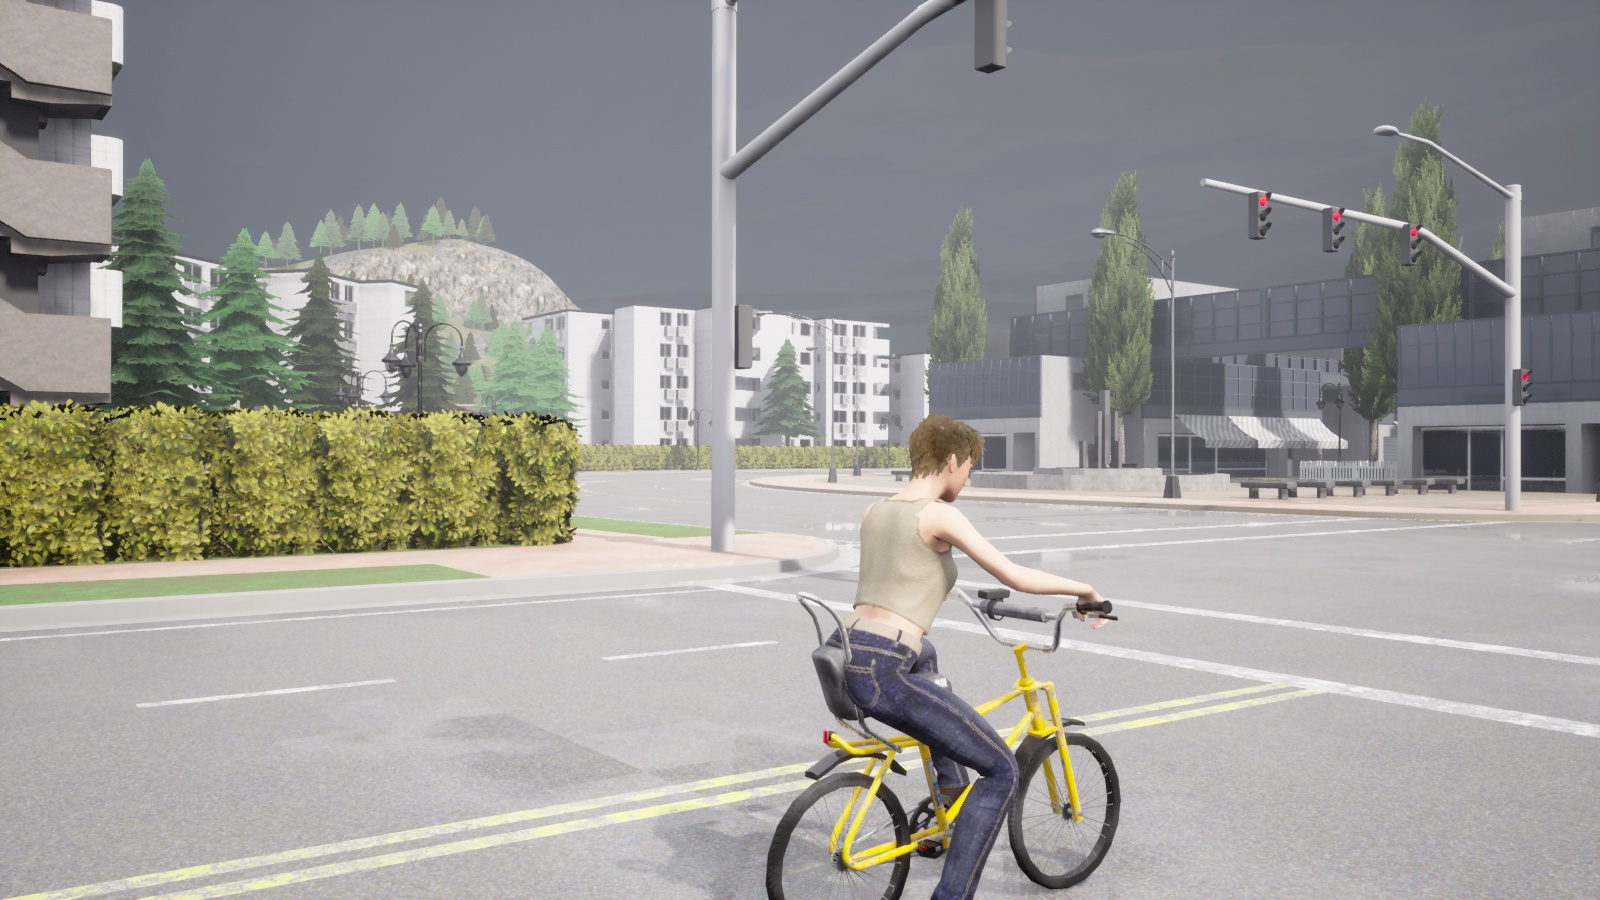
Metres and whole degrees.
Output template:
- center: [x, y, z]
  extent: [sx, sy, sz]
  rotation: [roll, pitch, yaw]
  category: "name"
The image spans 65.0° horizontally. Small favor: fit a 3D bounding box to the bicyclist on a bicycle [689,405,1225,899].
- center: [0.520, 0.690, 4.026]
  extent: [1.509, 1.612, 0.866]
  rotation: [0, 0, -35]
  category: "bicyclist on a bicycle"
